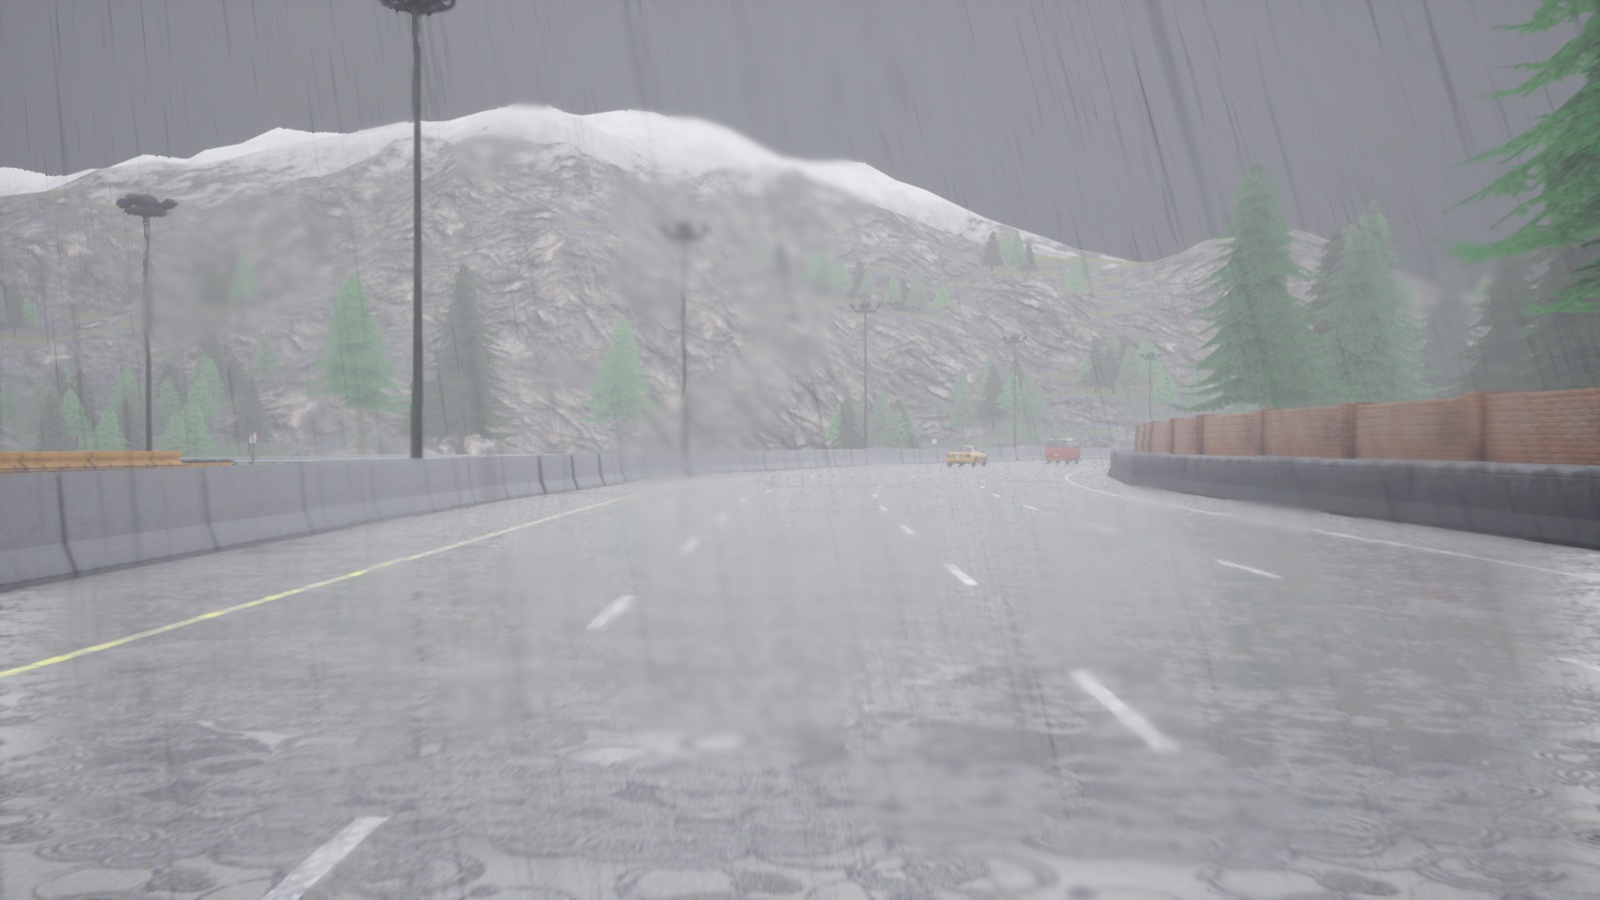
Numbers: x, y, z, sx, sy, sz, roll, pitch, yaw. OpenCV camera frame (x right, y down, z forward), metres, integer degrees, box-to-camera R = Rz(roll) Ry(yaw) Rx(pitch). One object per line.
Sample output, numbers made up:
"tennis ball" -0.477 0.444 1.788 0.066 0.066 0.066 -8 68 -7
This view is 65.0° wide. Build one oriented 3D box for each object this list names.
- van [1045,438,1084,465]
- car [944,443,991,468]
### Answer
"van" 19.849 0.110 94.114 1.775 1.987 4.442 0 0 27
"car" 11.166 0.335 83.511 1.801 1.575 5.366 0 0 22
